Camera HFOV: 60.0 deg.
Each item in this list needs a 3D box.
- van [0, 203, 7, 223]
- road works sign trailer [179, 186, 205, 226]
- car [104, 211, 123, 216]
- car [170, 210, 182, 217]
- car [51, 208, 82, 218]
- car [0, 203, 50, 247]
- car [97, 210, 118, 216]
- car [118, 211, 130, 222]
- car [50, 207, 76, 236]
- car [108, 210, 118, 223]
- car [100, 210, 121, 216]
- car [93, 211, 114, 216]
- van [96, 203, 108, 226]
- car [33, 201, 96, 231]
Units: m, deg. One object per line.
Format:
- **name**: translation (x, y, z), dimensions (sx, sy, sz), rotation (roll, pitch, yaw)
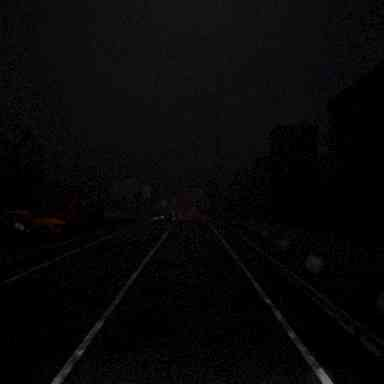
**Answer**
- **van**: translation (-21.699, 2.166, 34.119), dimensions (4.442, 1.987, 1.878), rotation (0, -3, 0)
- **road works sign trailer**: translation (0.032, 1.221, 30.610), dimensions (2.380, 3.560, 2.880), rotation (0, -2, -1)
- **car**: translation (-21.743, 5.935, 91.997), dimensions (4.674, 1.452, 2.002), rotation (0, -4, 0)
- **car**: translation (-3.126, 4.629, 71.001), dimensions (1.837, 1.490, 4.892), rotation (0, -4, 0)
- **car**: translation (-21.932, 3.629, 58.042), dimensions (4.553, 1.767, 2.185), rotation (0, -4, 0)
- **car**: translation (-9.466, 1.544, 15.431), dimensions (4.553, 1.767, 2.185), rotation (0, -2, 0)
- **car**: translation (-21.769, 5.492, 85.591), dimensions (4.892, 1.521, 2.231), rotation (0, -4, 0)
- **car**: translation (-9.361, 2.360, 33.513), dimensions (5.366, 1.575, 1.946), rotation (0, -3, 0)
- **car**: translation (-9.466, 1.769, 18.462), dimensions (5.008, 1.535, 2.097), rotation (0, -2, 0)
- **car**: translation (-9.564, 2.104, 30.603), dimensions (4.553, 1.767, 2.185), rotation (0, -3, 0)
- **car**: translation (-21.766, 5.697, 88.858), dimensions (5.008, 1.535, 2.097), rotation (0, -4, 0)
- **car**: translation (-21.787, 5.325, 82.319), dimensions (4.674, 1.452, 2.002), rotation (0, -4, 0)
- **van**: translation (-9.636, 1.878, 27.572), dimensions (4.442, 1.987, 1.878), rotation (0, -2, 0)
- **car**: translation (-9.516, 1.614, 21.386), dimensions (5.566, 2.045, 2.435), rotation (0, -2, 0)
